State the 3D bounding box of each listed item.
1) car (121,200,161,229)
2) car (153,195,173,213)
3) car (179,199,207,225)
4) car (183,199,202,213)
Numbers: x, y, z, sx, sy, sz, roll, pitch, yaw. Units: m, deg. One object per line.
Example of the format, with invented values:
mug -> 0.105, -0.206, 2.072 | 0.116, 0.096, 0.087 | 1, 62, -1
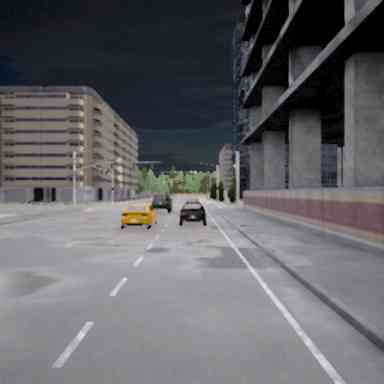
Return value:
car -> -3.437, 1.527, 22.253 | 1.882, 1.535, 5.008 | 0, 0, 0
car -> -3.435, 1.307, 38.610 | 2.150, 2.045, 5.566 | 0, 0, 0
car -> 0.074, 1.533, 24.897 | 1.882, 1.535, 5.008 | 0, 0, 0
car -> 0.070, 1.580, 39.799 | 2.128, 1.511, 4.902 | 0, 0, 0
